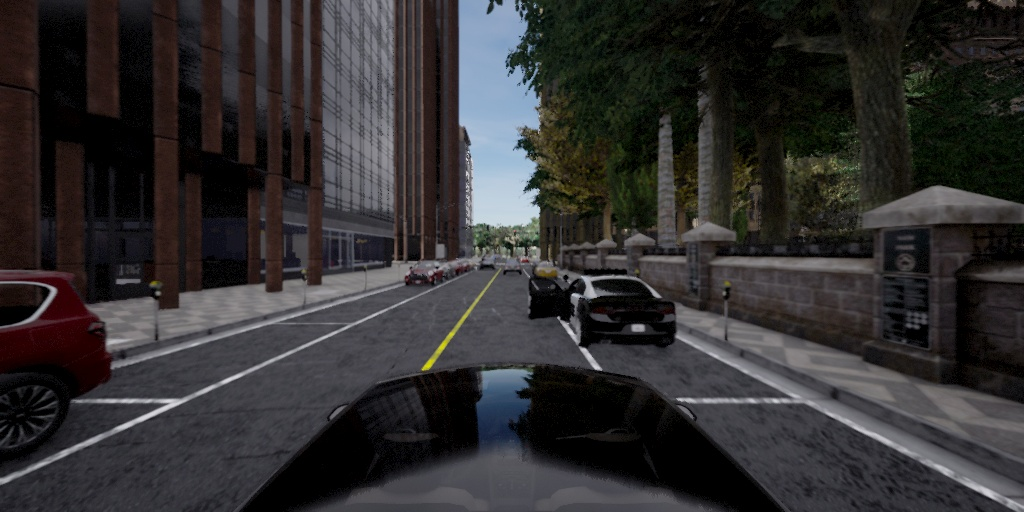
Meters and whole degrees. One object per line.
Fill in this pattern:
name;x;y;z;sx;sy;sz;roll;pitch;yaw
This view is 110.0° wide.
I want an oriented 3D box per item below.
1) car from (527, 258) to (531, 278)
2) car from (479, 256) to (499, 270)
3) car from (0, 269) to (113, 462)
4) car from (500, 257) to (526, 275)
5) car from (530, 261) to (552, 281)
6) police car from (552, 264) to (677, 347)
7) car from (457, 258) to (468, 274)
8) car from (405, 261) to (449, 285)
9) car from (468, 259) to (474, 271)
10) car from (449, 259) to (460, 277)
car;2.748;1.125;34.930;1.948;1.339;4.313;0;0;0
car;-3.047;1.008;45.346;1.837;1.490;4.892;0;0;1
car;-5.763;1.062;2.183;2.192;1.841;5.009;0;0;0
car;0.053;1.099;36.170;2.033;1.411;5.357;0;0;0
car;2.750;1.115;29.644;1.751;1.417;4.829;0;0;0
police car;2.363;1.130;9.301;1.930;1.638;5.238;0;0;0
car;-5.777;1.103;34.924;1.888;1.381;4.507;0;0;0
car;-5.772;1.060;24.011;1.967;1.591;4.097;0;0;0
car;-5.780;0.968;40.382;1.967;1.591;4.097;0;0;0
car;-5.775;1.140;29.468;2.007;1.370;4.403;0;0;0
